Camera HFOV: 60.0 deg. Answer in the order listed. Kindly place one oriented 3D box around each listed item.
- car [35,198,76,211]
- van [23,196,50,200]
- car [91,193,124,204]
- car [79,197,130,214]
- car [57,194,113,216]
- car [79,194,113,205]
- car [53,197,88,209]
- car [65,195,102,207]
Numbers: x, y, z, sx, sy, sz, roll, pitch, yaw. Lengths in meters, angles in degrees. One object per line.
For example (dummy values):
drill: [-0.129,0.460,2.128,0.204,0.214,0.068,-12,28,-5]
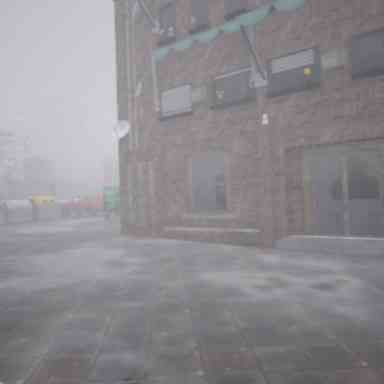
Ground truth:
car: [-18.592,1.689,45.300,4.892,1.521,2.231,-3,2,24]
van: [-19.602,1.605,42.683,4.442,1.987,1.878,-3,2,24]
car: [-14.146,1.072,55.530,5.008,1.535,2.097,-3,2,24]
car: [-9.350,1.435,35.617,5.008,1.535,2.097,-3,2,24]
car: [-10.566,1.300,32.926,5.566,2.045,2.435,-3,1,24]
car: [-15.266,1.228,52.976,4.892,1.521,2.231,-3,2,24]
car: [-17.478,1.574,47.856,4.674,1.452,2.002,-3,2,24]
car: [-16.413,1.388,50.297,4.892,1.521,2.231,-3,2,24]
